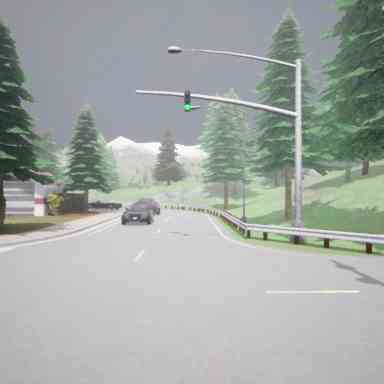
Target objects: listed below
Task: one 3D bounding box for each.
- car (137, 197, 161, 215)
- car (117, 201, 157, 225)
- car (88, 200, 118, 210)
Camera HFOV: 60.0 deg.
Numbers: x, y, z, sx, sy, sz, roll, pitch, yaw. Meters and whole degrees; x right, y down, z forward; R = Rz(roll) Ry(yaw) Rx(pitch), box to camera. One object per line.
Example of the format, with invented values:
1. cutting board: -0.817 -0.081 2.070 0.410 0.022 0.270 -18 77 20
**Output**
1. car: -4.656 1.352 34.002 2.097 1.767 4.553 0 0 -19
2. car: -3.868 1.564 24.208 1.994 1.385 4.181 0 0 -2
3. car: -11.194 1.608 41.771 4.718 1.301 1.895 0 0 14
